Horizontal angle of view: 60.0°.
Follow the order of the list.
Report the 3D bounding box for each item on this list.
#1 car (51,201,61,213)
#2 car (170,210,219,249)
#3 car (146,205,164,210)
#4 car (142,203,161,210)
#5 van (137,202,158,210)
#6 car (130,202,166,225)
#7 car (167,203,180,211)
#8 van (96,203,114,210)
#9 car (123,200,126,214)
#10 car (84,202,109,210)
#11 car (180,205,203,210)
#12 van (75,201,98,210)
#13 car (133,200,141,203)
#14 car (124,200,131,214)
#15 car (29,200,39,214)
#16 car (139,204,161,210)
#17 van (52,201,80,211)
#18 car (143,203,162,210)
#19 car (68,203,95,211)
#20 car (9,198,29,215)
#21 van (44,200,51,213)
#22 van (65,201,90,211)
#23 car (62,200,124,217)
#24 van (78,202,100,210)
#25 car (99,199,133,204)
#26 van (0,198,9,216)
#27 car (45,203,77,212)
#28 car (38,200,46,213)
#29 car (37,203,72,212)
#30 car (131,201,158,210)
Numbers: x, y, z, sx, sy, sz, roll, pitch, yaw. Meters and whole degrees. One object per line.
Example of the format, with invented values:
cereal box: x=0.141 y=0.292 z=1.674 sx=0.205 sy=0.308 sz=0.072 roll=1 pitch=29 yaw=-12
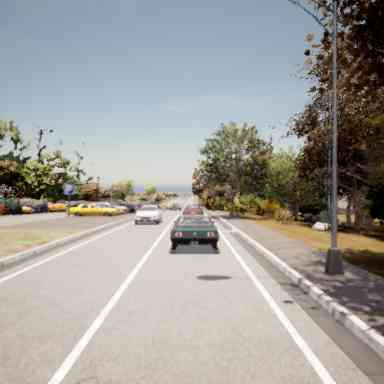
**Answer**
car: x=-23.376 y=2.329 z=51.248 sx=4.553 sy=1.767 sz=2.185 roll=0 pitch=-2 yaw=0
car: x=0.100 y=1.667 z=14.818 sx=1.895 sy=1.301 sz=4.718 roll=0 pitch=-1 yaw=0
car: x=-10.300 y=4.316 z=92.619 sx=4.892 sy=1.521 sz=2.231 roll=0 pitch=-3 yaw=0
car: x=-10.279 y=3.747 z=84.309 sx=4.553 sy=1.767 sz=2.185 roll=0 pitch=-3 yaw=0
van: x=-10.198 y=3.205 z=75.997 sx=4.442 sy=1.987 sz=1.878 roll=0 pitch=-3 yaw=0
car: x=-3.358 y=1.763 z=26.269 sx=1.812 sy=1.442 sz=4.674 roll=0 pitch=-1 yaw=0
car: x=-3.261 y=2.960 z=66.734 sx=2.097 sy=1.767 sz=4.553 roll=0 pitch=-2 yaw=0
van: x=-23.504 y=3.941 z=89.855 sx=4.442 sy=1.987 sz=1.878 roll=0 pitch=-3 yaw=0
car: x=-10.340 y=1.961 z=37.175 sx=4.892 sy=1.521 sz=2.231 roll=0 pitch=-2 yaw=0
car: x=-23.364 y=3.474 z=81.558 sx=5.566 sy=2.045 sz=2.435 roll=0 pitch=-3 yaw=0
car: x=0.099 y=1.931 z=32.207 sx=1.994 sy=1.385 sz=4.181 roll=0 pitch=-1 yaw=0
van: x=-23.280 y=3.058 z=73.249 sx=4.442 sy=1.987 sz=1.878 roll=0 pitch=-3 yaw=0
car: x=-10.302 y=1.991 z=45.500 sx=5.566 sy=2.045 sz=2.435 roll=0 pitch=-2 yaw=0
car: x=-10.340 y=2.046 z=39.946 sx=5.008 sy=1.535 sz=2.097 roll=0 pitch=-2 yaw=0
car: x=-23.227 y=2.145 z=42.942 sx=5.366 sy=1.575 sz=1.946 roll=0 pitch=-2 yaw=0
car: x=-10.307 y=3.725 z=81.530 sx=5.008 sy=1.535 sz=2.097 roll=0 pitch=-3 yaw=0
van: x=-23.519 y=2.638 z=62.326 sx=4.442 sy=1.987 sz=1.878 roll=0 pitch=-2 yaw=0
car: x=-10.278 y=3.895 z=87.081 sx=4.553 sy=1.767 sz=2.185 roll=0 pitch=-3 yaw=0
car: x=-23.403 y=3.171 z=70.622 sx=5.008 sy=1.535 sz=2.097 roll=0 pitch=-2 yaw=0
car: x=-23.441 y=1.801 z=40.183 sx=5.566 sy=2.045 sz=2.435 roll=0 pitch=-2 yaw=0
van: x=-23.526 y=2.126 z=48.484 sx=4.442 sy=1.987 sz=1.878 roll=0 pitch=-2 yaw=0
van: x=-23.282 y=2.843 z=67.862 sx=4.442 sy=1.987 sz=1.878 roll=0 pitch=-2 yaw=0
car: x=-10.151 y=1.878 z=34.407 sx=5.366 sy=1.575 sz=1.946 roll=0 pitch=-2 yaw=0
van: x=-23.511 y=3.212 z=76.148 sx=4.442 sy=1.987 sz=1.878 roll=0 pitch=-3 yaw=0
car: x=-10.363 y=2.016 z=42.725 sx=4.553 sy=1.767 sz=2.185 roll=0 pitch=-2 yaw=0
van: x=-23.532 y=1.736 z=37.292 sx=4.442 sy=1.987 sz=1.878 roll=0 pitch=-2 yaw=0
car: x=-23.397 y=2.763 z=59.550 sx=4.892 sy=1.521 sz=2.231 roll=0 pitch=-2 yaw=0
car: x=-23.404 y=2.250 z=45.707 sx=4.892 sy=1.521 sz=2.231 roll=0 pitch=-2 yaw=0
car: x=-23.400 y=2.659 z=56.781 sx=5.008 sy=1.535 sz=2.097 roll=0 pitch=-2 yaw=0
car: x=-10.345 y=3.032 z=73.226 sx=5.566 sy=2.045 sz=2.435 roll=0 pitch=-3 yaw=0
